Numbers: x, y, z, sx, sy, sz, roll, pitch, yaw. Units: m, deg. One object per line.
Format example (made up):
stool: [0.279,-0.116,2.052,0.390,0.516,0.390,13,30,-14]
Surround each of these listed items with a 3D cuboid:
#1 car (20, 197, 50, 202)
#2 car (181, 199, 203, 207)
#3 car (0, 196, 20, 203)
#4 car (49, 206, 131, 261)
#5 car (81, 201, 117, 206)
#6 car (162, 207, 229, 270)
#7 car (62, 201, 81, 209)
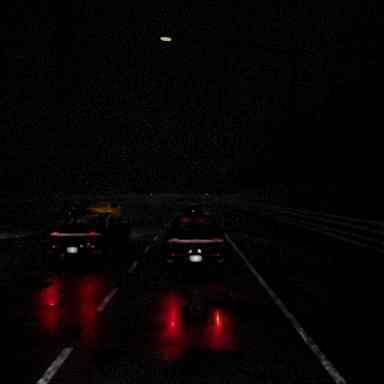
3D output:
car: [-21.081,1.570,45.746,2.097,1.767,4.553,0,-1,0]
car: [0.096,1.615,33.051,1.812,1.442,4.674,0,-1,0]
car: [-28.059,1.746,50.641,1.882,1.535,5.008,0,-1,1]
car: [-3.501,1.470,12.157,2.128,1.511,4.902,0,0,0]
car: [-6.903,1.513,26.462,1.882,1.535,5.008,0,0,0]
car: [0.099,1.470,10.875,2.128,1.511,4.902,0,0,0]
car: [-10.404,1.573,30.726,1.837,1.490,4.892,0,0,0]
